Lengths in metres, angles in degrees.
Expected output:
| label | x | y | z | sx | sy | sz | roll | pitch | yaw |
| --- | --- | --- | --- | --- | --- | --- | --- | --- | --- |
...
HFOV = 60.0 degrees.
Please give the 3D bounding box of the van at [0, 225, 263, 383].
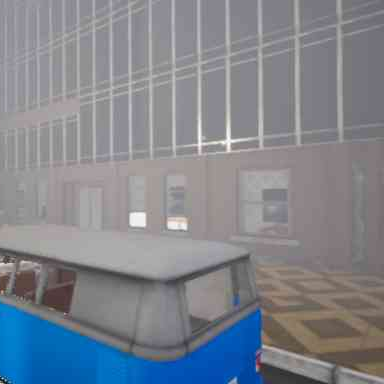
| label | x | y | z | sx | sy | sz | roll | pitch | yaw |
| --- | --- | --- | --- | --- | --- | --- | --- | --- | --- |
| van | -1.211 | 1.343 | 3.750 | 3.998 | 1.788 | 1.690 | 0 | -1 | 35 |
